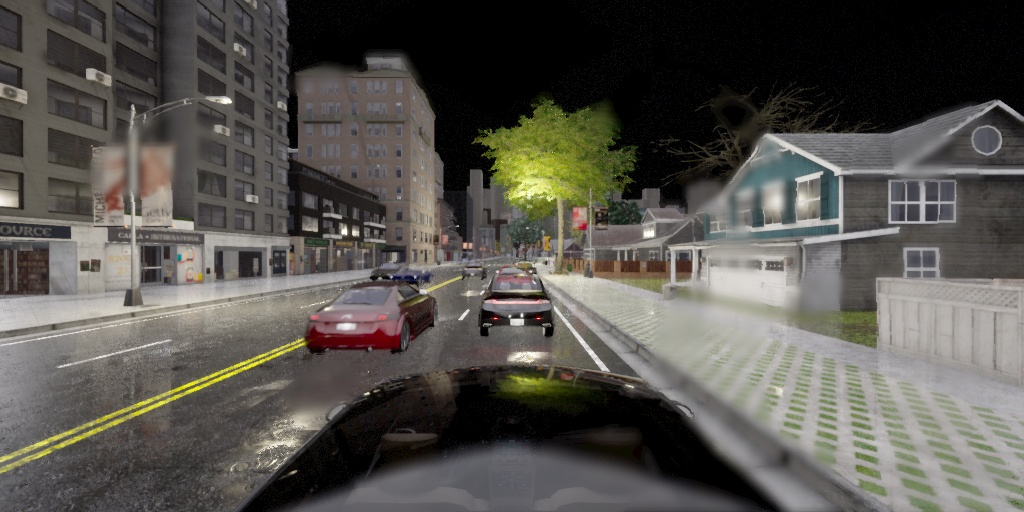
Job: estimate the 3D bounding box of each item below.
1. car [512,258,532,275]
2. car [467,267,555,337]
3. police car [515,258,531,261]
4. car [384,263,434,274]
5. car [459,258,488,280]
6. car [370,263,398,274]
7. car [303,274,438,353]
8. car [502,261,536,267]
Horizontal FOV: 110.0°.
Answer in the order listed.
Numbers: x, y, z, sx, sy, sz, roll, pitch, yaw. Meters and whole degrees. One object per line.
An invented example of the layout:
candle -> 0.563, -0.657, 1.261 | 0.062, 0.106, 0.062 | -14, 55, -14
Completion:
car -> 1.011, 1.069, 39.405 | 2.097, 1.767, 4.553 | 0, 0, 0
car -> 0.111, 1.239, 10.312 | 2.128, 1.511, 4.902 | 0, 0, 0
police car -> 1.002, 1.156, 29.545 | 1.930, 1.638, 5.238 | 0, 0, 0
car -> -6.578, 1.338, 23.831 | 1.895, 1.301, 4.718 | 0, 0, 0
car -> -3.120, 1.222, 30.725 | 2.128, 1.511, 4.902 | 0, 0, 0
car -> -9.822, 1.278, 29.317 | 2.033, 1.411, 5.357 | 0, 0, 0
car -> -3.142, 1.312, 8.812 | 1.994, 1.385, 4.181 | 0, 0, 0
car -> 0.118, 1.219, 19.816 | 1.882, 1.535, 5.008 | 0, 0, 0
